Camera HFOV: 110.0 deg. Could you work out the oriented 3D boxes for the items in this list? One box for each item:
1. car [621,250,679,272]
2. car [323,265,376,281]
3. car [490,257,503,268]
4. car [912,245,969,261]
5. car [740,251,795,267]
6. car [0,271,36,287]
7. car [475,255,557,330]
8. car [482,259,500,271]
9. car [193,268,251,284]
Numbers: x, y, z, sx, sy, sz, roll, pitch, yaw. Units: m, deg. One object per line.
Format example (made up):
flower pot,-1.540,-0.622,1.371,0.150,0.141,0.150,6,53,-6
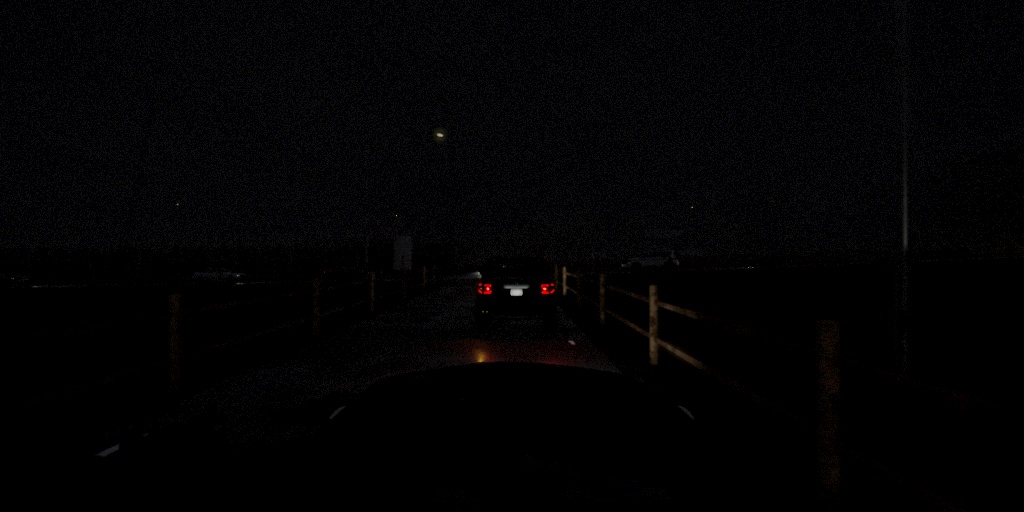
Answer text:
car,14.094,0.528,36.789,5.566,2.045,2.150,-2,-2,0
car,-15.340,1.608,33.846,4.674,1.442,1.812,-1,-2,0
car,-2.716,1.091,63.588,2.097,1.767,4.553,0,0,1
car,43.503,-0.359,36.717,5.008,1.535,1.882,-2,-2,0
car,26.083,0.325,36.770,5.008,1.535,1.882,-3,-2,0
car,-48.321,2.167,33.954,4.902,1.511,2.128,-1,-2,1
car,0.111,0.984,11.394,2.150,2.045,5.566,0,0,0
car,-2.783,1.244,49.228,2.128,1.511,4.902,0,0,0
car,-27.377,1.862,33.860,4.674,1.442,1.812,-1,-2,0
